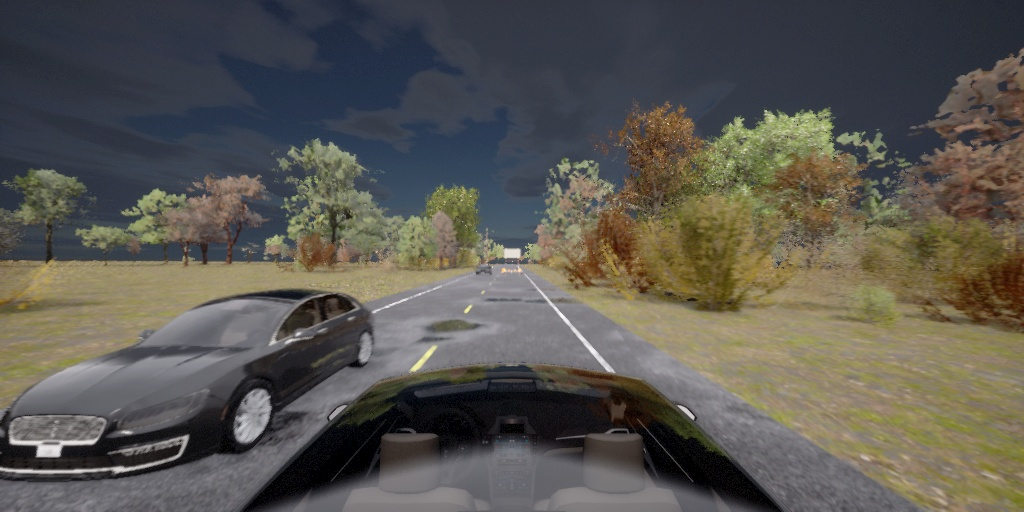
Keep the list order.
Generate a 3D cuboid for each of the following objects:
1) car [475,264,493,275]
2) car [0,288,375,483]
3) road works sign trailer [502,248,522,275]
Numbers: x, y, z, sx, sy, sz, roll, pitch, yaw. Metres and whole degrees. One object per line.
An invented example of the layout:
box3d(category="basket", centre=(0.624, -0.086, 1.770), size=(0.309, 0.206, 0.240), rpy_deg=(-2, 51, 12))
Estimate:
box3d(category="car", centre=(-3.564, 1.759, 46.297), size=(1.994, 1.385, 4.181), rpy_deg=(0, -1, 0))
box3d(category="car", centre=(-3.598, 1.287, 5.217), size=(1.837, 1.490, 4.892), rpy_deg=(0, -1, 0))
box3d(category="road works sign trailer", centre=(0.015, 0.682, 48.396), size=(2.380, 3.560, 2.880), rpy_deg=(0, 0, 0))
